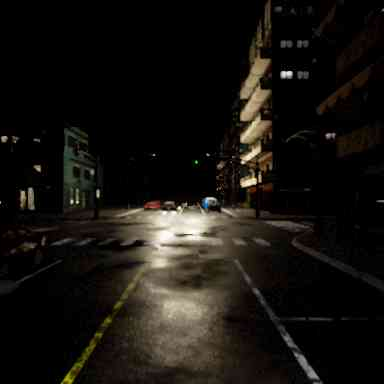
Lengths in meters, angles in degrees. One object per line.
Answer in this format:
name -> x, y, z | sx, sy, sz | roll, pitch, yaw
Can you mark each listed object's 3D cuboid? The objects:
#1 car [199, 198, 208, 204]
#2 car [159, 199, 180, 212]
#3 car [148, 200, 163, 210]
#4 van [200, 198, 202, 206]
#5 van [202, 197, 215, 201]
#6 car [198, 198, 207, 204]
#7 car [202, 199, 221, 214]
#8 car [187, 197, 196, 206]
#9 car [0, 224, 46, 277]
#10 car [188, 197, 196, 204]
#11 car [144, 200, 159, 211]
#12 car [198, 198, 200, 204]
car -> 2.691, 2.263, 80.726 | 1.947, 1.339, 4.313 | 1, 0, 0
car -> -3.086, 1.977, 46.011 | 1.994, 1.385, 4.181 | 0, 0, 0
car -> -5.686, 2.016, 52.786 | 1.887, 1.381, 4.507 | 1, 0, 0
van -> 2.697, 1.860, 58.406 | 1.690, 1.788, 3.998 | 1, 0, 0
van -> 2.698, 1.766, 47.243 | 1.690, 1.788, 3.998 | 1, 0, 0
car -> 2.690, 2.306, 86.306 | 1.947, 1.339, 4.313 | 1, 0, 0
car -> 2.696, 1.928, 41.662 | 2.008, 1.369, 4.403 | 1, 0, 0
car -> -0.010, 2.092, 71.146 | 1.882, 1.535, 5.008 | 0, 0, 0
car -> -5.648, 1.633, 9.143 | 1.887, 1.381, 4.507 | 1, -1, 0
car -> -0.013, 2.060, 81.571 | 1.812, 1.442, 4.674 | 0, 0, 0
car -> -5.686, 2.006, 47.205 | 1.802, 1.307, 4.206 | 1, 0, 0
car -> 2.692, 2.136, 69.734 | 1.752, 1.417, 4.829 | 1, 0, 0
